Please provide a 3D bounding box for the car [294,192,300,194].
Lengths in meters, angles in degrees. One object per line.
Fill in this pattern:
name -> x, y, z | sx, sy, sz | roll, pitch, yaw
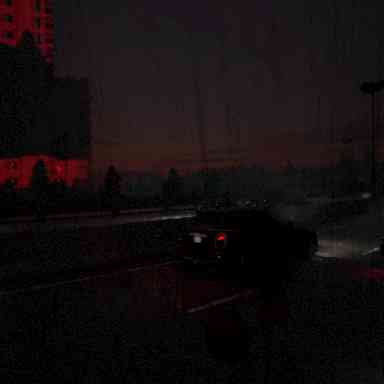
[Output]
car -> 20.617, 0.717, 66.137 | 1.895, 1.301, 4.718 | -1, 0, 15

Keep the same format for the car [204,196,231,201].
car -> 2.159, 1.142, 30.194 | 2.128, 1.511, 4.902 | -1, 1, 40

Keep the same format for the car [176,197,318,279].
car -> 1.783, 1.209, 9.924 | 4.553, 1.767, 2.097 | -2, 1, -39

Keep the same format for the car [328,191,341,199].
car -> 27.154, 0.500, 63.413 | 1.837, 1.490, 4.892 | -1, 0, 15

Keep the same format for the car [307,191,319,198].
car -> 24.561, 0.507, 67.772 | 1.882, 1.535, 5.008 | -1, 0, 12

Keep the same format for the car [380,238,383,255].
car -> 7.607, 1.293, 10.315 | 5.357, 1.411, 2.033 | -2, 1, -43

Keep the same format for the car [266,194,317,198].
car -> 7.883, 1.111, 26.136 | 1.812, 1.442, 4.674 | 0, 1, 40

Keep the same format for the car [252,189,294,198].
car -> 7.045, 0.784, 30.560 | 2.150, 2.045, 5.566 | -1, 1, 38
